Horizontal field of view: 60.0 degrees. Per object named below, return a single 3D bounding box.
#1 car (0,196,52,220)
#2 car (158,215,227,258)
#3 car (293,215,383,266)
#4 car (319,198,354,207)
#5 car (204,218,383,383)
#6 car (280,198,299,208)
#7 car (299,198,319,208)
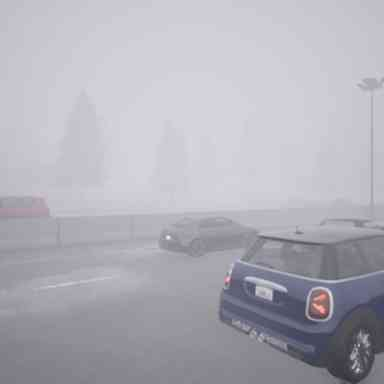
[{"bbox_3d":[-10.561,1.234,17.954,5.566,2.045,2.150,0,0,-36],"label":"car"},{"bbox_3d":[0.795,1.588,12.917,4.181,1.385,1.994,0,0,-36],"label":"car"},{"bbox_3d":[6.044,1.633,12.362,4.718,1.301,1.895,0,0,-36],"label":"car"},{"bbox_3d":[19.269,1.612,43.522,4.892,1.490,1.837,0,0,-35],"label":"car"},{"bbox_3d":[2.690,1.367,5.669,4.553,1.767,2.097,0,0,-35],"label":"car"},{"bbox_3d":[15.132,1.616,49.170,4.892,1.490,1.837,0,0,-35],"label":"car"},{"bbox_3d":[17.463,1.676,46.526,4.181,1.385,1.994,0,0,-35],"label":"car"}]
